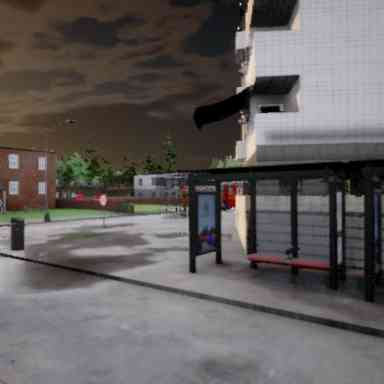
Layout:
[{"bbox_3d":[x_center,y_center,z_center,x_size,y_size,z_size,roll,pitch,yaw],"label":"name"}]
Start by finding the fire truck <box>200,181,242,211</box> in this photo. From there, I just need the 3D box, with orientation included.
[{"bbox_3d":[4.527,0.520,45.495,2.891,3.827,8.468,-1,0,35],"label":"fire truck"}]
